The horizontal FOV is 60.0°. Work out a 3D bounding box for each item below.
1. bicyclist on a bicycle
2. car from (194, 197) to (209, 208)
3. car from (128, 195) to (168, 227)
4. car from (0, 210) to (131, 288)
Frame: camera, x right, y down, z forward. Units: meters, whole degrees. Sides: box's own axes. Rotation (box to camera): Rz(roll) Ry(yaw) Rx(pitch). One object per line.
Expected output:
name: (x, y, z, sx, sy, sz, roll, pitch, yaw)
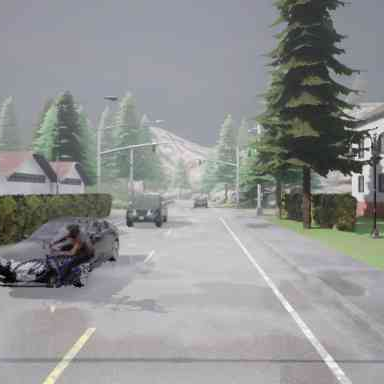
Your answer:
bicyclist on a bicycle: (-2.517, 1.276, 6.611, 1.656, 1.620, 0.582, 14, 32, -44)
car: (1.286, 1.490, 46.988, 2.128, 1.511, 4.902, 0, 0, 3)
car: (-2.960, 1.220, 22.829, 2.150, 2.045, 5.566, 0, 0, 2)
car: (-3.386, 1.491, 9.377, 2.128, 1.511, 4.902, 0, 0, 2)
